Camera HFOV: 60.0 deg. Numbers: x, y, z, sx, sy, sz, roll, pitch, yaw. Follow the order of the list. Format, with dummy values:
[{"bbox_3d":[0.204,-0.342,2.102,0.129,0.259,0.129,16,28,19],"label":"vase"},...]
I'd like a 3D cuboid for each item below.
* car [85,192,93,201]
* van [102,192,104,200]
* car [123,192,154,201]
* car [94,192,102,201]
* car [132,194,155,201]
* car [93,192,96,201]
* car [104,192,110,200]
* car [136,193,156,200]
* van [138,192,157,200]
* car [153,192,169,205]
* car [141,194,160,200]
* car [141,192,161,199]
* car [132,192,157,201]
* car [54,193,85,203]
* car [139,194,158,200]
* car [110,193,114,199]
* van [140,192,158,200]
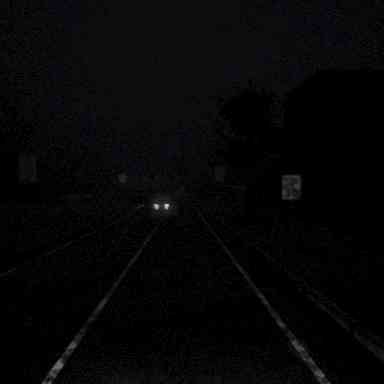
[{"bbox_3d":[-23.896,1.253,69.280,5.008,1.535,2.097,0,0,-2],"label":"car"},{"bbox_3d":[-24.327,1.057,80.409,4.442,1.987,1.878,0,0,-2],"label":"van"},{"bbox_3d":[-10.732,1.196,66.844,4.892,1.521,2.231,0,0,-2],"label":"car"},{"bbox_3d":[-24.099,1.146,77.634,4.553,1.767,2.185,0,0,-2],"label":"car"},{"bbox_3d":[-10.982,1.203,75.245,4.892,1.521,2.231,0,0,-2],"label":"car"},{"bbox_3d":[-23.972,1.296,72.066,4.674,1.452,2.002,0,0,-2],"label":"car"},{"bbox_3d":[-24.371,1.351,85.981,4.674,1.452,2.002,0,0,-2],"label":"car"},{"bbox_3d":[-11.106,1.098,80.850,4.553,1.767,2.185,0,0,-2],"label":"car"},{"bbox_3d":[-11.104,1.011,83.656,4.442,1.987,1.878,0,0,-2],"label":"van"},{"bbox_3d":[-4.786,1.240,54.597,1.882,1.535,5.008,0,0,-2],"label":"car"},{"bbox_3d":[-11.464,1.280,92.058,5.008,1.535,2.097,0,0,-2],"label":"car"},{"bbox_3d":[-11.583,1.043,94.861,5.566,2.045,2.435,0,0,-2],"label":"car"},{"bbox_3d":[-11.086,0.961,78.050,5.566,2.045,2.435,0,0,-2],"label":"car"},{"bbox_3d":[-23.730,1.258,63.714,5.008,1.535,2.097,0,0,-2],"label":"car"},{"bbox_3d":[-11.296,1.253,86.455,4.892,1.521,2.231,0,0,-2],"label":"car"},{"bbox_3d":[-24.271,1.321,88.771,5.366,1.575,1.946,0,0,-2],"label":"car"},{"bbox_3d":[-11.503,1.041,89.254,4.442,1.987,1.878,0,0,-2],"label":"van"}]
